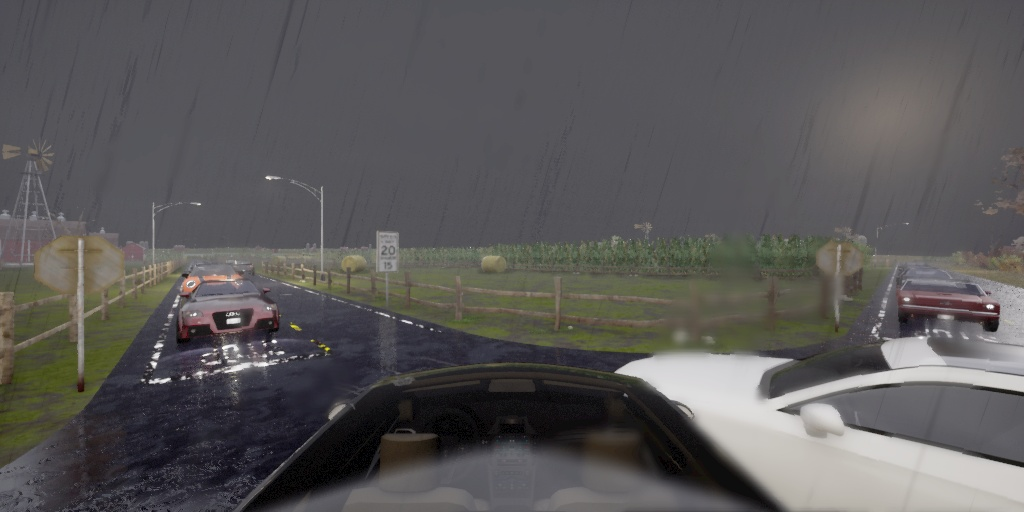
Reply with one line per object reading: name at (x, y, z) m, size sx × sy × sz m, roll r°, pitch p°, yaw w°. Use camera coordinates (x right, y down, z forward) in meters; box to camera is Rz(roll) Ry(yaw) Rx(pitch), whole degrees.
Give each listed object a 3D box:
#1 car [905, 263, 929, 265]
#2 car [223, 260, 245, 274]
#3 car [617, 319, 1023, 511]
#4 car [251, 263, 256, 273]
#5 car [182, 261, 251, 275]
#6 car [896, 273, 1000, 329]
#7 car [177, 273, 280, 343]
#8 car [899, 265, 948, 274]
car at (27.437, 1.387, 24.110) m, size 4.181 × 1.385 × 1.994 m, roll 0°, pitch 1°, yaw -43°
car at (-33.546, 1.288, 43.211) m, size 1.837 × 1.490 × 4.892 m, roll 0°, pitch 0°, yaw -41°
car at (2.846, 1.293, 2.320) m, size 1.812 × 1.442 × 4.674 m, roll 0°, pitch 1°, yaw -44°
car at (-26.852, 1.269, 35.729) m, size 2.128 × 1.511 × 4.902 m, roll 0°, pitch 0°, yaw -41°
car at (-13.658, 1.134, 16.451) m, size 2.097 × 1.767 × 4.553 m, roll 0°, pitch 0°, yaw -42°
car at (13.558, 1.392, 11.342) m, size 4.718 × 1.301 × 1.895 m, roll 0°, pitch 1°, yaw -43°
car at (-7.906, 1.352, 9.946) m, size 1.994 × 1.385 × 4.181 m, roll 0°, pitch 0°, yaw -42°
car at (20.659, 1.353, 17.880) m, size 5.357 × 1.411 × 2.033 m, roll 0°, pitch 1°, yaw -43°
